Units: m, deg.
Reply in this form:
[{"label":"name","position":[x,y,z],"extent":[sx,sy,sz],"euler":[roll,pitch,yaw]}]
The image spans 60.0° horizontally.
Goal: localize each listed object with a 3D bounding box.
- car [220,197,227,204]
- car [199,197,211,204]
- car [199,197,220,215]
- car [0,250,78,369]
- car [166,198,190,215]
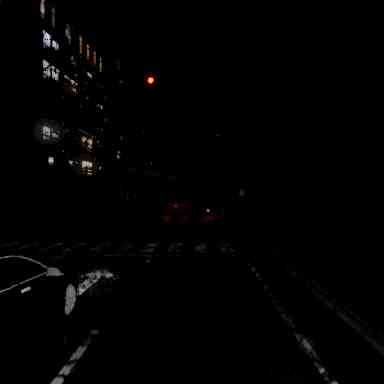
[{"label":"car","position":[6.484,1.831,71.430],"extent":[1.994,1.385,4.181],"euler":[0,0,10]},{"label":"car","position":[2.772,1.766,69.095],"extent":[1.837,1.490,4.892],"euler":[0,0,10]},{"label":"car","position":[1.833,1.589,35.662],"extent":[1.837,1.490,4.892],"euler":[0,0,5]},{"label":"car","position":[-3.071,1.507,4.368],"extent":[1.837,1.490,4.892],"euler":[0,0,1]},{"label":"car","position":[-1.440,1.435,35.512],"extent":[2.097,1.767,4.553],"euler":[0,0,5]}]
